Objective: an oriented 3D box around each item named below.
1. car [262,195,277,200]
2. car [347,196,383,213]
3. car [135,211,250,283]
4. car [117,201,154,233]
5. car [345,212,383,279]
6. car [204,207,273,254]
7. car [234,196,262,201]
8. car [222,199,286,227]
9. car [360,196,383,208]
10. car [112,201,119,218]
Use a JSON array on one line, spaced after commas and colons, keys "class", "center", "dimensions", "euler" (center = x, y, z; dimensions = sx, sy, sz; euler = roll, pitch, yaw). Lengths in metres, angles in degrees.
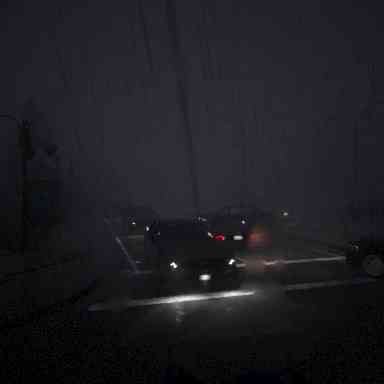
[{"class": "car", "center": [10.355, 1.277, 47.111], "dimensions": [2.152, 1.636, 5.027], "euler": [0, 0, -17]}, {"class": "car", "center": [15.598, 1.356, 29.196], "dimensions": [1.970, 1.475, 3.806], "euler": [0, 0, -17]}, {"class": "car", "center": [-0.371, 1.543, 10.110], "dimensions": [2.033, 1.411, 5.357], "euler": [0, 0, -15]}, {"class": "car", "center": [-3.101, 1.529, 19.945], "dimensions": [2.033, 1.411, 5.357], "euler": [0, 0, -17]}, {"class": "car", "center": [6.531, 1.475, 8.238], "dimensions": [5.008, 1.535, 1.882], "euler": [0, 0, 39]}, {"class": "car", "center": [1.351, 1.538, 13.389], "dimensions": [2.033, 1.411, 5.357], "euler": [0, 0, -4]}, {"class": "car", "center": [7.366, 1.287, 46.156], "dimensions": [2.007, 1.523, 4.514], "euler": [0, 0, -17]}, {"class": "car", "center": [2.848, 1.467, 19.898], "dimensions": [5.357, 1.411, 2.033], "euler": [-3, 1, -15]}, {"class": "car", "center": [23.911, 1.274, 43.180], "dimensions": [1.845, 1.501, 3.633], "euler": [0, 0, -17]}, {"class": "car", "center": [-6.258, 1.515, 30.098], "dimensions": [2.033, 1.411, 5.357], "euler": [0, 0, -17]}]
